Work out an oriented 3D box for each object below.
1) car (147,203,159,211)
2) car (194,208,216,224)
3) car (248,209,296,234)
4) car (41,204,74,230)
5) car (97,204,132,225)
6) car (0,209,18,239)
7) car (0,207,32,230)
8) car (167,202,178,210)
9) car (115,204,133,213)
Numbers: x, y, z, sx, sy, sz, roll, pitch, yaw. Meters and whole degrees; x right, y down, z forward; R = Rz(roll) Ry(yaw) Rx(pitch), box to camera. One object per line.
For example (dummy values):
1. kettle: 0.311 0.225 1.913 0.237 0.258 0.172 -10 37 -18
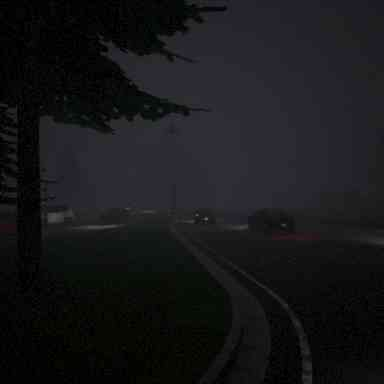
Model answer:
1. car: -8.078 3.125 68.867 2.128 1.511 4.902 -1 -1 4
2. car: 1.202 2.166 30.776 1.812 1.442 4.674 -1 -1 0
3. car: 5.188 1.870 22.335 1.882 1.535 5.008 -1 -1 -7
4. car: -12.324 2.041 28.108 2.150 2.045 5.566 -1 -1 16
5. car: -7.707 2.319 32.932 1.882 1.535 5.008 -1 -1 9
6. car: -11.769 1.981 19.374 2.097 1.767 4.553 -1 -2 20
7. car: -16.085 2.238 28.138 2.097 1.767 4.553 -1 -1 17
8. car: -4.283 3.077 72.761 1.837 1.490 4.892 -1 -1 4
9. car: -12.266 3.008 60.331 1.837 1.490 4.892 -1 -2 5
